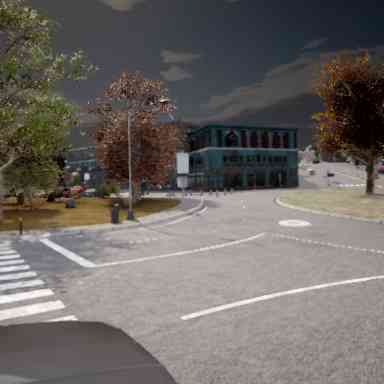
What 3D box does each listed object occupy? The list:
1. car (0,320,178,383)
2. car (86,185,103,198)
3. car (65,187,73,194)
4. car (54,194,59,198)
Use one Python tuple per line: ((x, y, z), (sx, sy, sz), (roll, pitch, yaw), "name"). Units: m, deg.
((-2.623, 1.549, 1.842), (5.357, 1.411, 2.033), (0, 0, -35), "car")
((-14.688, 0.236, 49.493), (2.231, 1.521, 4.892), (-1, 1, 16), "car")
((-17.105, 0.022, 51.207), (2.435, 2.045, 5.566), (-1, 1, 16), "car")
((-19.494, 0.057, 53.026), (2.435, 2.045, 5.566), (-2, 1, 16), "car")
